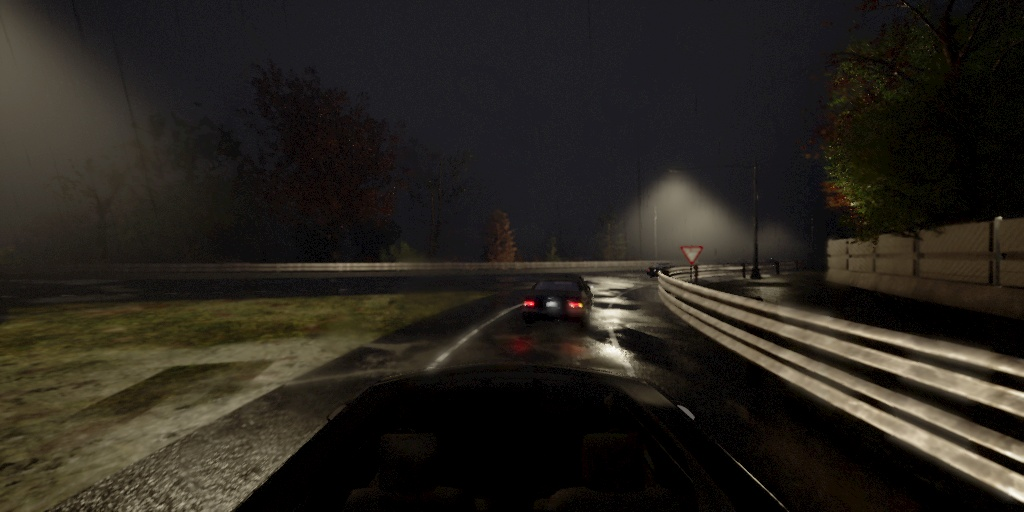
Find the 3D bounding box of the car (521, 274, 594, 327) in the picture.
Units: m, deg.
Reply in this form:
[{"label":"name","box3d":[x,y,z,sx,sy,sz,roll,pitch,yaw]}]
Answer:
[{"label":"car","box3d":[1.620,1.293,11.647,2.033,1.411,5.357,0,0,14]}]

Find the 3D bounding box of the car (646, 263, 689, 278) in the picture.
[{"label":"car","box3d":[14.331,1.311,32.862,5.357,1.411,2.033,0,0,-42]}]
